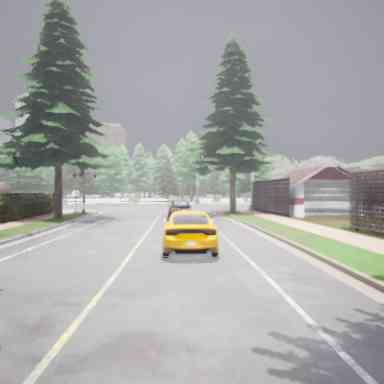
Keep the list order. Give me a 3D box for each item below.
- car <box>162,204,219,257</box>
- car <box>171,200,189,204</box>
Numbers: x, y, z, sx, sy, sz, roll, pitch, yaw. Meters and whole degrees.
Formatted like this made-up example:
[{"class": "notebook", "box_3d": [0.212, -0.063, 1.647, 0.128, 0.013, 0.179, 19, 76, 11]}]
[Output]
[{"class": "car", "box_3d": [-0.111, 1.441, 12.756, 1.882, 1.535, 5.008, 0, 0, -2]}, {"class": "car", "box_3d": [-0.978, 1.415, 26.526, 2.128, 1.511, 4.902, 0, 0, -5]}]
